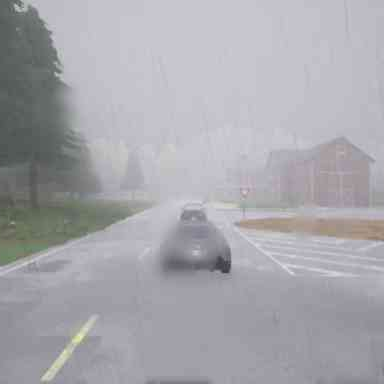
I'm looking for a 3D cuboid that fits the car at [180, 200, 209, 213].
[{"bbox_3d":[0.103,1.549,24.213,1.812,1.442,4.674,0,0,0],"label":"car"}]

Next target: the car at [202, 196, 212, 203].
[{"bbox_3d":[2.989,1.519,67.352,1.816,1.474,4.193,-6,0,-2],"label":"car"}]

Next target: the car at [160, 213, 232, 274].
[{"bbox_3d":[0.103,1.574,10.605,1.994,1.385,4.181,0,0,0],"label":"car"}]
